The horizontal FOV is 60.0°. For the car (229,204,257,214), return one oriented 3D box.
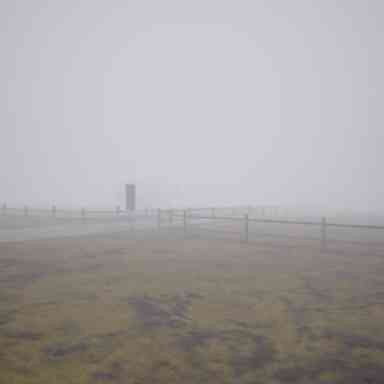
[{"bbox_3d":[7.184,2.432,46.211,2.033,1.411,5.357,-1,-2,36],"label":"car"}]
